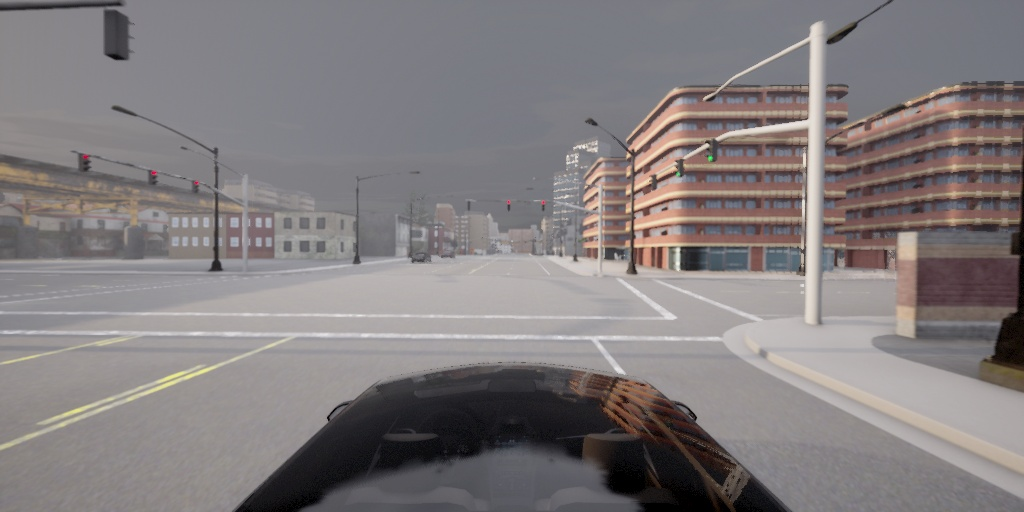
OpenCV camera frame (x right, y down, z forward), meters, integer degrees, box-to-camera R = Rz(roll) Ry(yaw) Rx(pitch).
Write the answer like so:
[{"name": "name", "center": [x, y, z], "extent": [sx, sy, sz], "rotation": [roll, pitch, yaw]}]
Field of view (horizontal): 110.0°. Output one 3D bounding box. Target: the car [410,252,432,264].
[{"name": "car", "center": [-12.127, 0.252, 48.065], "extent": [1.837, 1.490, 4.892], "rotation": [0, 1, 2]}]
